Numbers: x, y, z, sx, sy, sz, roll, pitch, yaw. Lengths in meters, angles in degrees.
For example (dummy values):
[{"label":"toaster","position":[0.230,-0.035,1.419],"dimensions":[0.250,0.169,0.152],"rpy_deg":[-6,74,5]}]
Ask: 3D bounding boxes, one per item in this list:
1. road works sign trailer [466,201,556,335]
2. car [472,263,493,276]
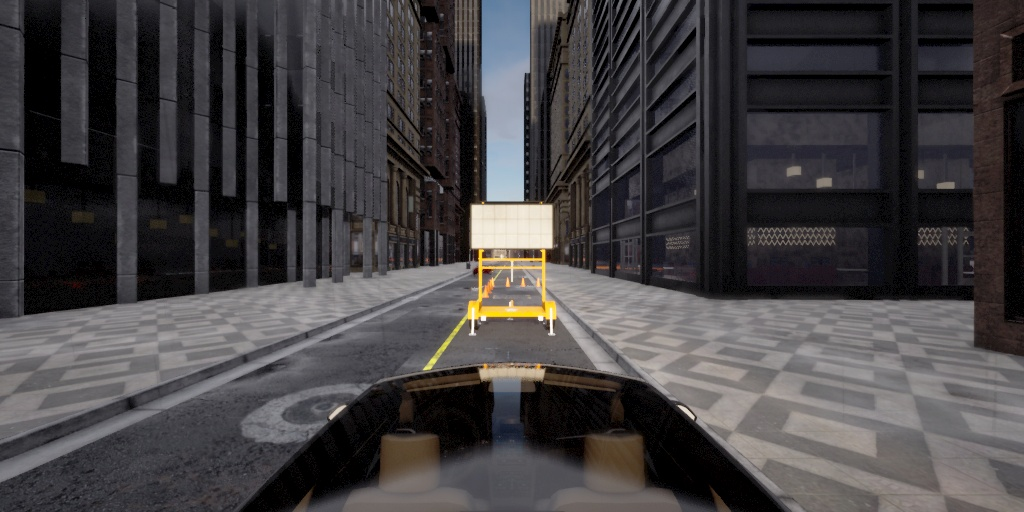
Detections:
[{"label":"road works sign trailer","position":[0.002,0.215,10.470],"dimensions":[2.380,3.560,2.880],"rpy_deg":[0,0,0]},{"label":"car","position":[-3.005,1.358,37.175],"dimensions":[1.895,1.301,4.718],"rpy_deg":[0,0,0]}]
